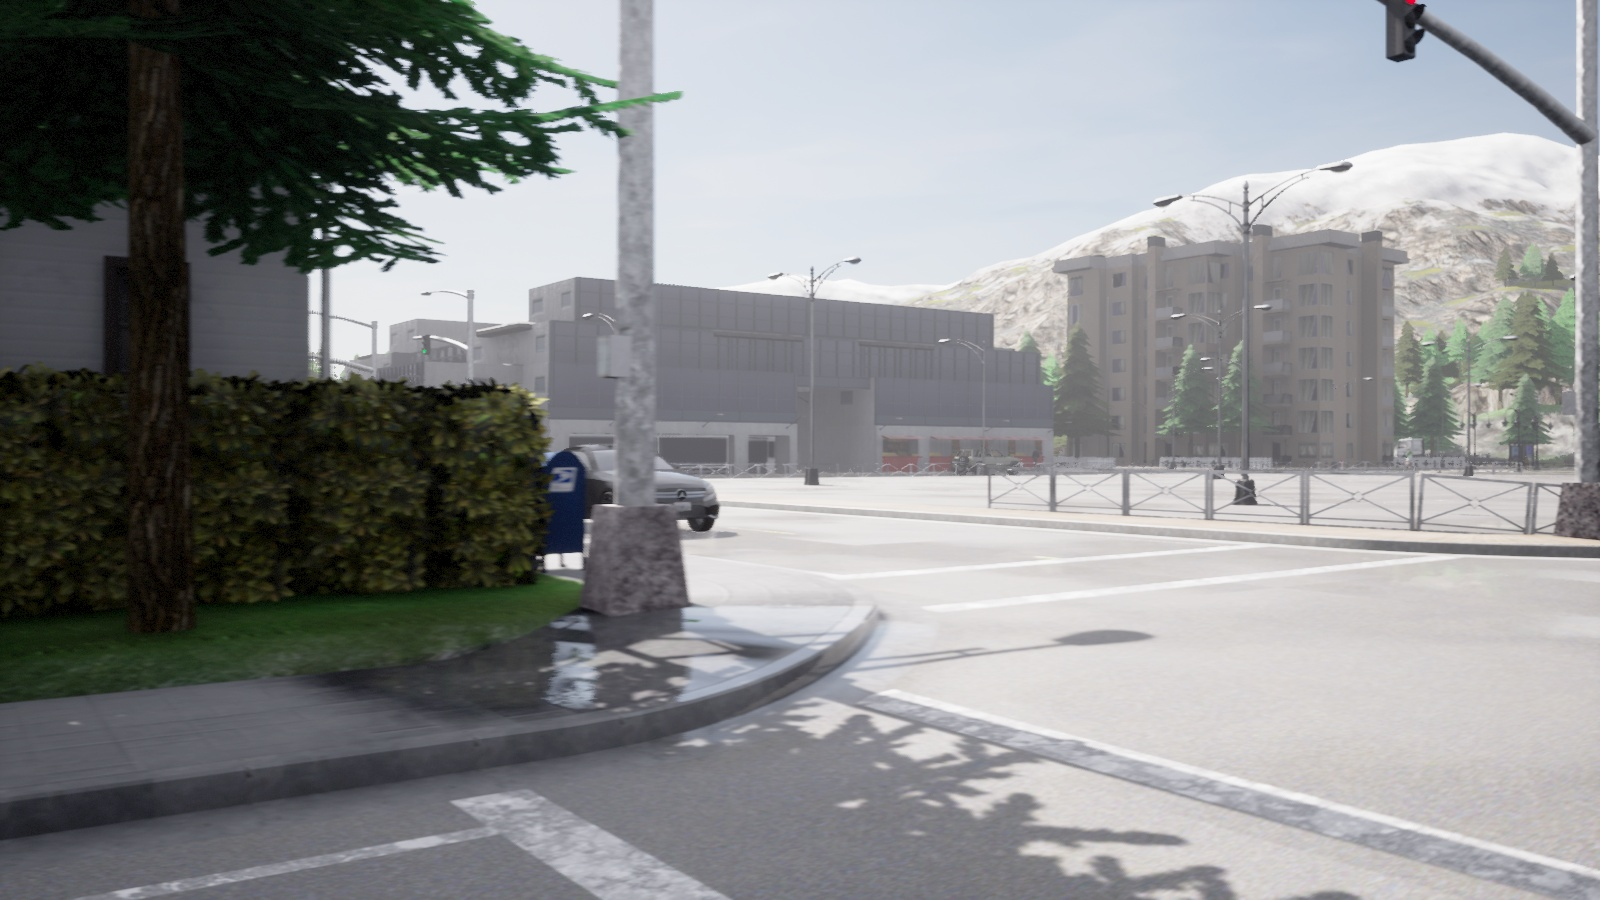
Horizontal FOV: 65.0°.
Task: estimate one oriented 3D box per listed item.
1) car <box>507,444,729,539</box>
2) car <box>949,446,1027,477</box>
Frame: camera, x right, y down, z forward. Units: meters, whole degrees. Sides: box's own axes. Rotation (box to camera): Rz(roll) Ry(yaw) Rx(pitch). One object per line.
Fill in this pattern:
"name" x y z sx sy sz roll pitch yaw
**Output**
"car" -3.215 0.633 21.336 1.812 1.442 4.674 0 0 -35
"car" 11.363 0.678 75.912 4.605 1.855 1.932 0 0 -35
